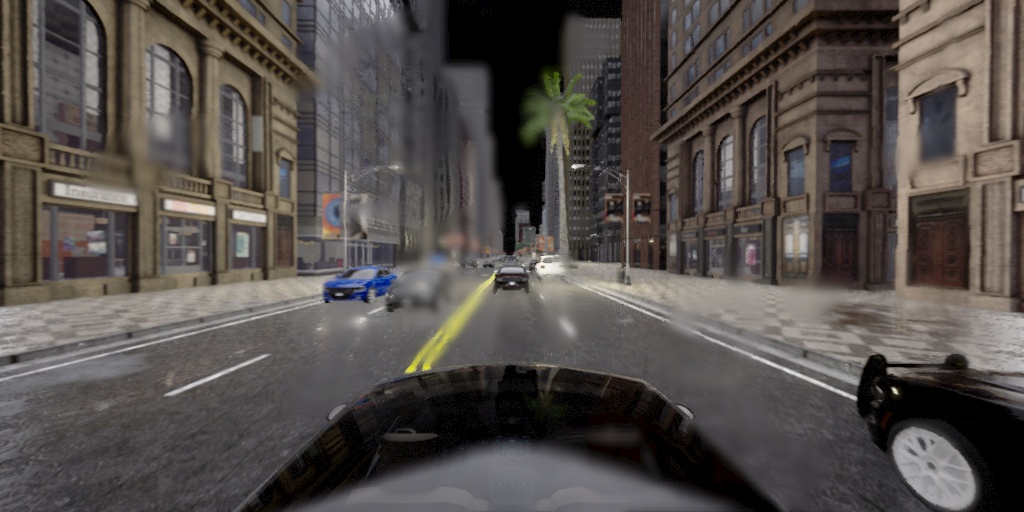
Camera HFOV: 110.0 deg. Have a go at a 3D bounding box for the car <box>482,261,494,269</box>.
[{"bbox_3d":[-3.593,1.367,55.447,1.895,1.301,4.718,0,0,0],"label":"car"}]

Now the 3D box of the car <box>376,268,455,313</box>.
[{"bbox_3d":[-3.420,1.252,14.111,1.837,1.490,4.892,0,0,0],"label":"car"}]

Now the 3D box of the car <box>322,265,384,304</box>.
[{"bbox_3d":[-6.681,1.217,16.342,1.882,1.535,5.008,0,0,0],"label":"car"}]

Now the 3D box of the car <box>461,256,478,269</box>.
[{"bbox_3d":[-6.837,0.980,58.154,2.150,2.045,5.566,0,0,0],"label":"car"}]

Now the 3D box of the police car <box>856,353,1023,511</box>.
[{"bbox_3d":[4.219,1.187,1.324,1.930,1.638,5.238,0,0,0],"label":"police car"}]

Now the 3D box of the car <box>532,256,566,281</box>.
[{"bbox_3d":[3.170,0.995,30.212,2.150,2.045,5.566,0,0,0],"label":"car"}]

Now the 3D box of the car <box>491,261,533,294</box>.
[{"bbox_3d":[-0.004,1.237,20.575,1.882,1.535,5.008,0,0,0],"label":"car"}]
